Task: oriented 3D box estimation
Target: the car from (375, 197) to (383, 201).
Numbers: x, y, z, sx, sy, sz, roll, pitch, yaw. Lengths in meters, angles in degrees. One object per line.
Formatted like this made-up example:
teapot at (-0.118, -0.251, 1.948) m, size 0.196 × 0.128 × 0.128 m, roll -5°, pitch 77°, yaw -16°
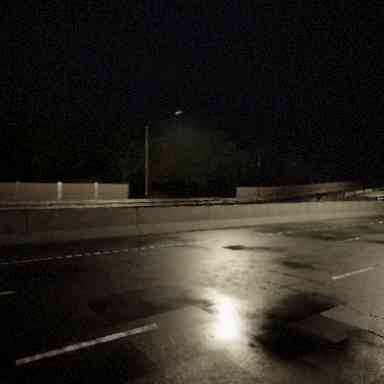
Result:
car at (34.055, 1.542, 58.199) m, size 5.357 × 1.411 × 2.033 m, roll 0°, pitch 0°, yaw -35°
